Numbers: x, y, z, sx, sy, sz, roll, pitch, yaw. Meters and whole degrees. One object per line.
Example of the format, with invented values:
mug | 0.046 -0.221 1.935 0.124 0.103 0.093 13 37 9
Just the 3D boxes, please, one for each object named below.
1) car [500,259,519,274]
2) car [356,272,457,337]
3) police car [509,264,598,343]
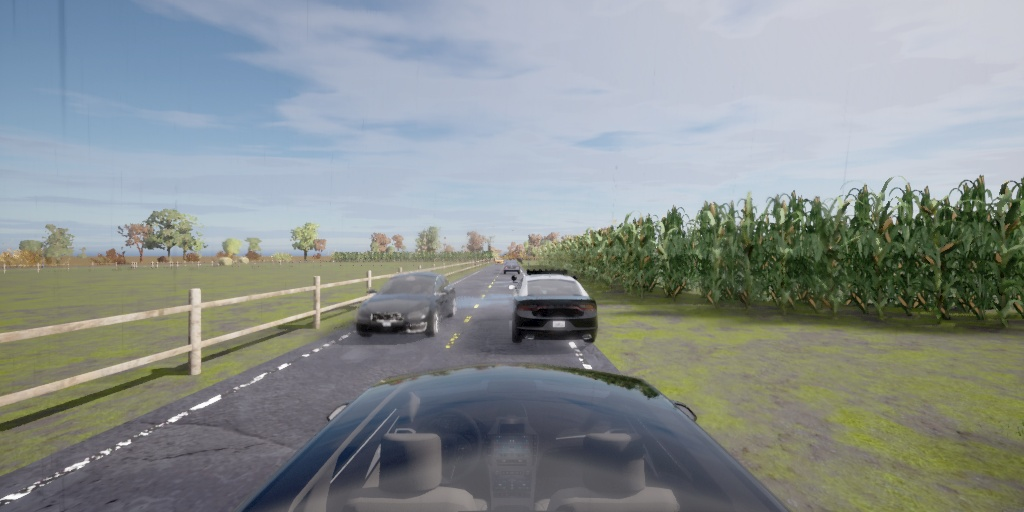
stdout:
car | -0.020 1.298 40.675 2.033 1.411 5.357 0 0 0
car | -2.774 1.254 10.360 1.837 1.490 4.892 0 0 0
police car | 0.941 1.175 9.833 1.930 1.638 5.238 0 0 0
